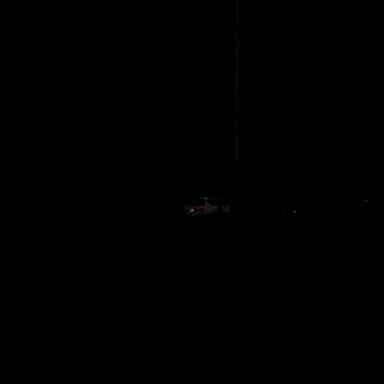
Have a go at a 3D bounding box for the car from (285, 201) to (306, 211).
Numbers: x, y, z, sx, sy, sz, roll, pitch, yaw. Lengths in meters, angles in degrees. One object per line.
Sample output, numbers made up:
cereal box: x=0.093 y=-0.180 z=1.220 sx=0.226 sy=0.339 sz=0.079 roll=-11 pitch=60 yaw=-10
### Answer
car: x=15.164 y=2.050 z=49.124 sx=1.895 sy=1.301 sz=4.718 roll=-1 pitch=-1 yaw=36

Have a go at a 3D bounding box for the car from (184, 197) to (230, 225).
car: x=1.590 y=1.392 z=25.718 sx=2.150 sy=2.045 sz=5.566 roll=-1 pitch=-1 yaw=36

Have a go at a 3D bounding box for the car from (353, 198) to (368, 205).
car: x=38.924 y=2.116 z=77.401 sx=2.097 sy=1.767 sz=4.553 roll=-1 pitch=-1 yaw=36
